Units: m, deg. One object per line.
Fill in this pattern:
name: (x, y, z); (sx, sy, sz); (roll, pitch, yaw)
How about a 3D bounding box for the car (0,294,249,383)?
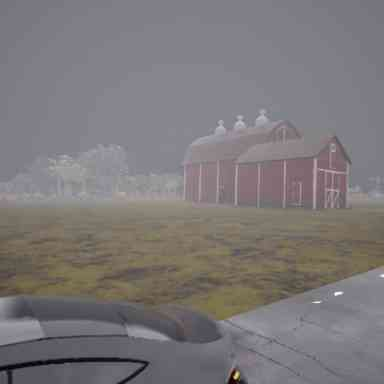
car: (-1.675, 1.526, 1.989); (4.674, 1.442, 1.812); (0, 0, -36)
